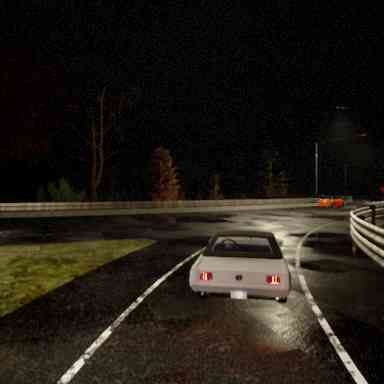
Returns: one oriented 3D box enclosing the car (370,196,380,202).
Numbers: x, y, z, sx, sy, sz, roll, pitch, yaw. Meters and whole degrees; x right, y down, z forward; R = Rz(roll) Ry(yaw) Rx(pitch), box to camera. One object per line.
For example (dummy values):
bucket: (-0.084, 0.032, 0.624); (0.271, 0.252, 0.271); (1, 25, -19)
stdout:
car: (41.709, 1.515, 75.776); (1.994, 1.385, 4.181); (0, 0, 25)

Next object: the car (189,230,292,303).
car: (1.307, 1.597, 8.261); (1.895, 1.301, 4.718); (0, 0, 12)

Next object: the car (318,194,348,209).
car: (19.050, 1.321, 45.487); (4.553, 1.767, 2.097); (0, 0, -44)
